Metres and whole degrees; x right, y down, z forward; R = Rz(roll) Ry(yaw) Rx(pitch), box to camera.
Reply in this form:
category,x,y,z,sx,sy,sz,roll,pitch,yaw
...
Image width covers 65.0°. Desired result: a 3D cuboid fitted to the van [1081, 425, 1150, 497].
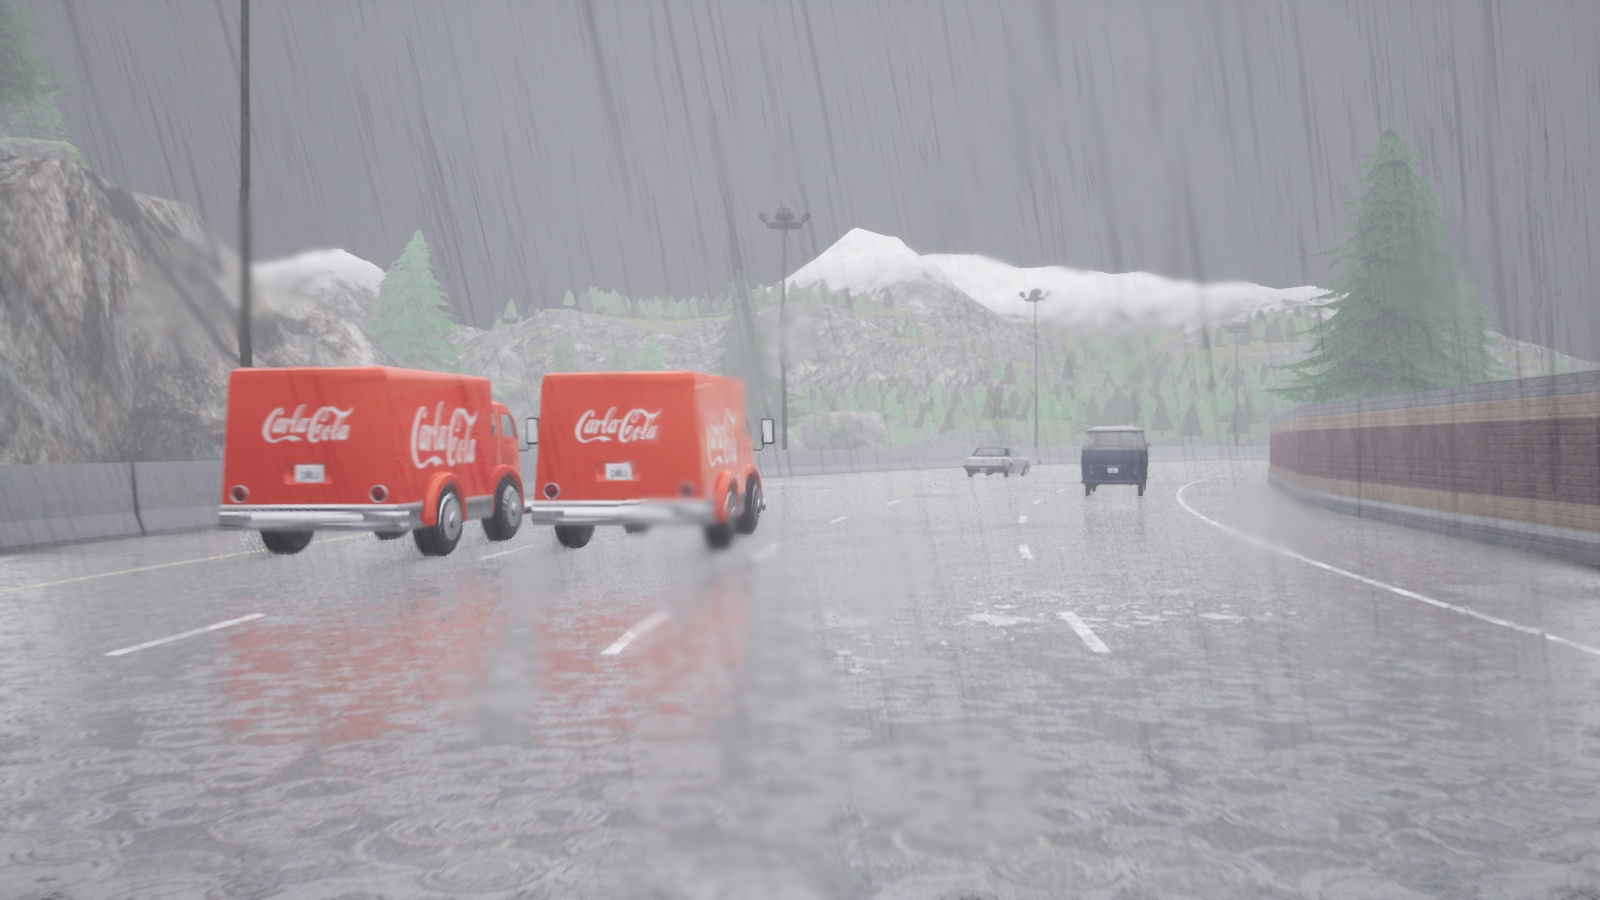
category,x,y,z,sx,sy,sz,roll,pitch,yaw
van,9.358,0.301,37.045,1.775,1.987,4.442,0,0,17

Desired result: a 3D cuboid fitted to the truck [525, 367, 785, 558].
category,x,y,z,sx,sy,sz,roll,pitch,yaw
truck,-1.949,0.151,19.043,2.627,2.467,5.204,0,0,9

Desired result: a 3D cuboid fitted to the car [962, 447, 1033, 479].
category,x,y,z,sx,sy,sz,roll,pitch,yaw
car,8.748,0.545,55.254,1.895,1.301,4.718,0,0,24

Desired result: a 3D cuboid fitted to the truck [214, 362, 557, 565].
category,x,y,z,sx,sy,sz,roll,pitch,yaw
truck,-5.632,0.153,18.045,2.627,2.467,5.204,0,0,8
